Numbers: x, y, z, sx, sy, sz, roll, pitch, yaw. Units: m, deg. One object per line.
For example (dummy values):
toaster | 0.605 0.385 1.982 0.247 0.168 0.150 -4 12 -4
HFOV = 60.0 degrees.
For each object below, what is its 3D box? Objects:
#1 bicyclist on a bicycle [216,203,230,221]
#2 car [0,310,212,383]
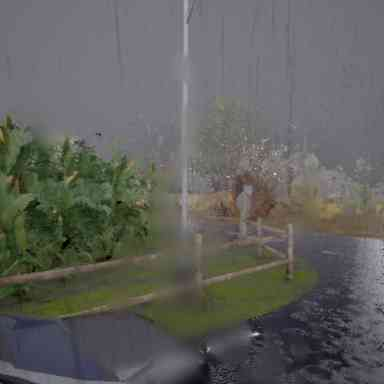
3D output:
bicyclist on a bicycle | 2.708 1.762 29.131 1.656 1.620 0.582 0 -1 -35
car | -2.256 1.539 1.630 5.357 1.411 2.033 1 0 -38
